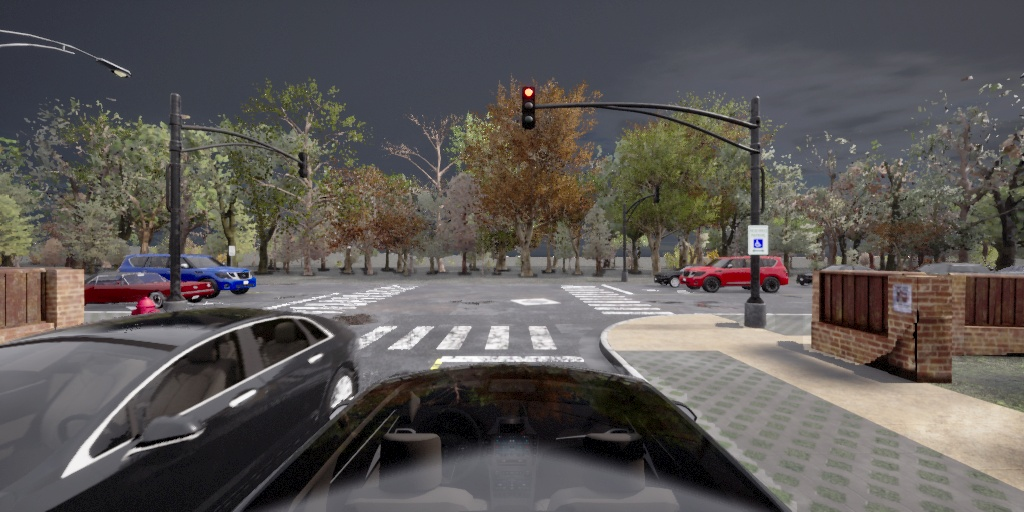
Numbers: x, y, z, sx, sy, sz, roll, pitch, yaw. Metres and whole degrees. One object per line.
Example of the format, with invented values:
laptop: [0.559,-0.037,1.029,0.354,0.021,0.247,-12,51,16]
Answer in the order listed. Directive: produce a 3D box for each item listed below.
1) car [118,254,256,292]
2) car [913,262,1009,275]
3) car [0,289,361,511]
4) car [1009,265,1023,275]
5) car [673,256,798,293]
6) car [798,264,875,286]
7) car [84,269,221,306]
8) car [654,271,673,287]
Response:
car: [-15.561,0.916,17.247,5.566,2.045,2.150,0,0,0]
car: [24.889,1.195,20.747,4.553,1.767,2.097,0,0,0]
car: [-2.836,1.255,2.687,1.837,1.490,4.892,0,0,0]
car: [34.605,1.369,23.995,4.902,1.511,2.128,0,0,0]
car: [12.745,1.025,20.735,5.566,2.045,2.150,0,0,0]
car: [21.878,1.315,23.995,5.008,1.535,1.882,0,0,0]
car: [-14.634,1.294,13.997,4.718,1.301,1.895,0,0,-3]
car: [12.116,1.283,23.986,5.008,1.535,1.882,0,0,0]
